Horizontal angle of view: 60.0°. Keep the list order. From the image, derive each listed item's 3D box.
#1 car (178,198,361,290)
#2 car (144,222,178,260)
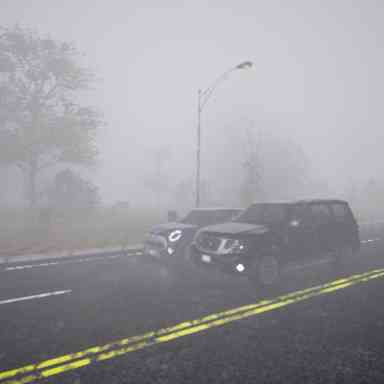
[{"bbox_3d":[2.587,1.224,9.516,5.566,2.045,2.150,0,0,-35],"label":"car"},{"bbox_3d":[0.549,1.354,12.053,4.553,1.767,2.097,0,0,-35],"label":"car"}]
